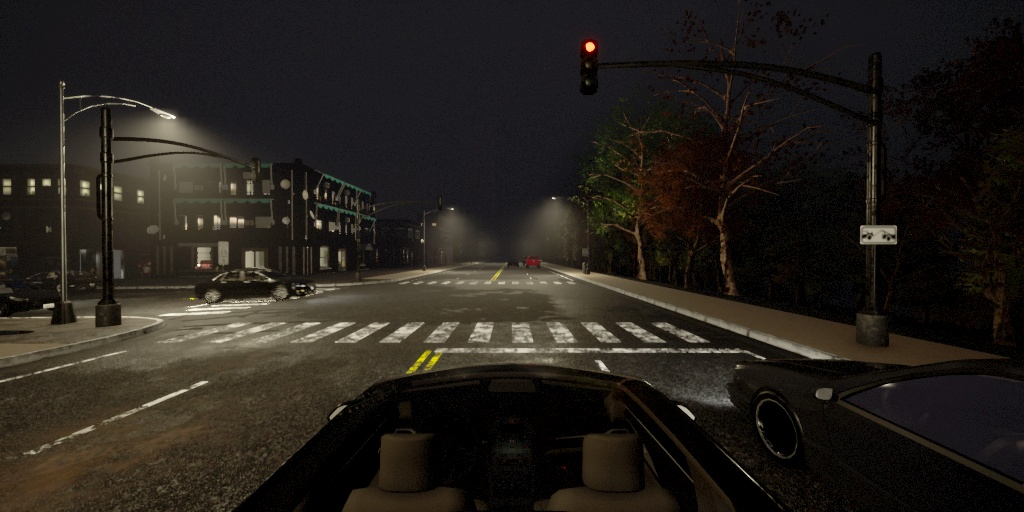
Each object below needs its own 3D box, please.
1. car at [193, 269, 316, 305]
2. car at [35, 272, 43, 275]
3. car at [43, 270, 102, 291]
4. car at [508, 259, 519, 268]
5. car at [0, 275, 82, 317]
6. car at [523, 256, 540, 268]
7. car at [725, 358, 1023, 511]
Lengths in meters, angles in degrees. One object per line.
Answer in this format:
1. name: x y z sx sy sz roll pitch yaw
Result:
1. car: -11.888 1.354 16.780 4.892 1.490 1.837 -2 1 -5
2. car: -25.366 1.512 16.476 5.008 1.535 1.882 0 1 1
3. car: -28.249 1.560 22.280 4.403 1.370 2.007 0 0 0
4. car: 0.194 1.205 62.589 1.882 1.535 5.008 0 0 0
5. car: -19.930 1.565 13.755 4.313 1.339 1.948 0 0 0
6. car: 3.438 0.949 59.370 2.150 2.045 5.566 0 0 0
7. car: 3.326 1.297 1.762 2.033 1.411 5.357 0 0 3
